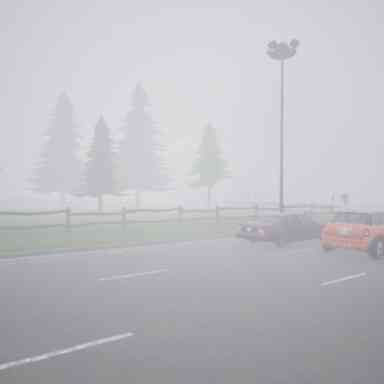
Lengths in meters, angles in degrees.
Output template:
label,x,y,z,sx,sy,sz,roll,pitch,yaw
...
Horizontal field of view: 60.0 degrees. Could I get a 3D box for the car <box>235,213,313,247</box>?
label,x,y,z,sx,sy,sz,roll,pitch,yaw
car,4.487,1.684,15.657,5.357,1.411,2.033,1,0,-35

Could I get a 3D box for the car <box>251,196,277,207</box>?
label,x,y,z,sx,sy,sz,roll,pitch,yaw
car,13.765,1.756,64.055,2.150,2.045,5.566,1,0,-35

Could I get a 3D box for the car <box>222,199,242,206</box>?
label,x,y,z,sx,sy,sz,roll,pitch,yaw
car,7.927,2.050,66.306,1.994,1.385,4.181,1,-1,-35

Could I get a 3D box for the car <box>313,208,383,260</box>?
label,x,y,z,sx,sy,sz,roll,pitch,yaw
car,7.270,1.497,13.328,4.553,1.767,2.097,1,-1,-35
